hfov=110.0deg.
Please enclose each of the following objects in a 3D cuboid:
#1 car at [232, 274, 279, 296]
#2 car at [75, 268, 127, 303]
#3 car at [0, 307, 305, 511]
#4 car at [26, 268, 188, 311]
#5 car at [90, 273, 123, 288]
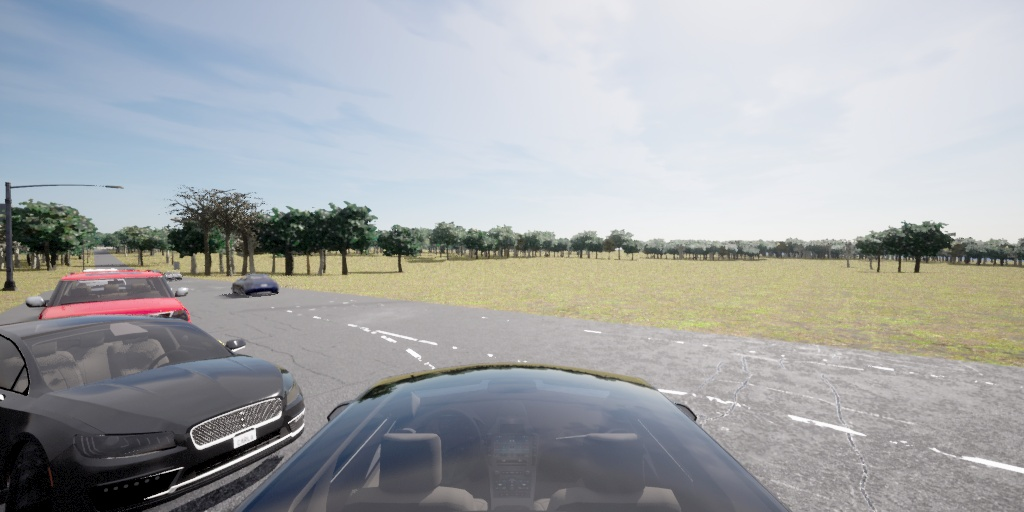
[{"bbox_3d":[-17.982,1.979,25.074,4.181,1.385,1.994,-2,0,41],"label":"car"},{"bbox_3d":[-28.171,1.889,24.593,5.566,2.045,2.150,-2,0,41],"label":"car"},{"bbox_3d":[-4.578,1.445,3.972,4.892,1.490,1.837,-3,-3,21],"label":"car"},{"bbox_3d":[-9.510,1.385,8.595,5.566,2.045,2.150,-2,0,41],"label":"car"},{"bbox_3d":[-46.685,2.738,41.386,2.033,1.411,5.357,-1,0,-44],"label":"car"}]
